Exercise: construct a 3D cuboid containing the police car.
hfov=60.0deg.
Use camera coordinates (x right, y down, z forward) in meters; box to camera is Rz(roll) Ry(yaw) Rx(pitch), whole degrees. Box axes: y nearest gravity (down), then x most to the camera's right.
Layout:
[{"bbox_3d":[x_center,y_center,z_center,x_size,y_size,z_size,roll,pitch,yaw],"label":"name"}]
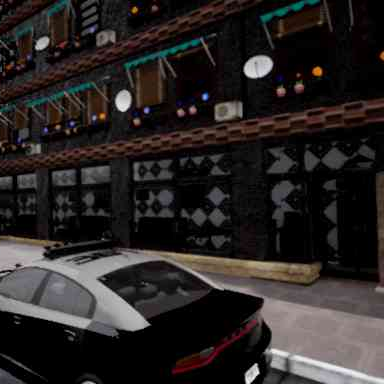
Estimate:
[{"bbox_3d":[-1.563,1.475,4.536,5.238,1.638,1.930,-1,-1,36],"label":"police car"}]
